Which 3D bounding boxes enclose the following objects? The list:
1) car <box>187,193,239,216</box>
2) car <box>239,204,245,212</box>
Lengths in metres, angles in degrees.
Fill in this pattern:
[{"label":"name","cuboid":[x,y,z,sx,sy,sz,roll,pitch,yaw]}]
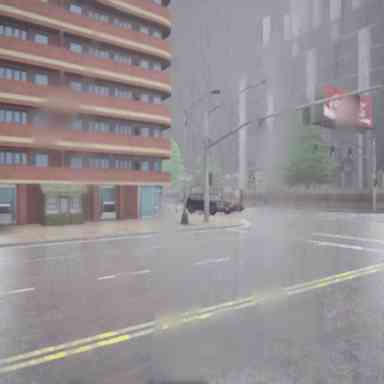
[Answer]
[{"label":"car","cuboid":[1.644,1.160,32.819,2.150,2.045,5.566,0,1,-35]},{"label":"car","cuboid":[3.561,1.537,36.187,1.895,1.301,4.718,0,0,-35]}]
